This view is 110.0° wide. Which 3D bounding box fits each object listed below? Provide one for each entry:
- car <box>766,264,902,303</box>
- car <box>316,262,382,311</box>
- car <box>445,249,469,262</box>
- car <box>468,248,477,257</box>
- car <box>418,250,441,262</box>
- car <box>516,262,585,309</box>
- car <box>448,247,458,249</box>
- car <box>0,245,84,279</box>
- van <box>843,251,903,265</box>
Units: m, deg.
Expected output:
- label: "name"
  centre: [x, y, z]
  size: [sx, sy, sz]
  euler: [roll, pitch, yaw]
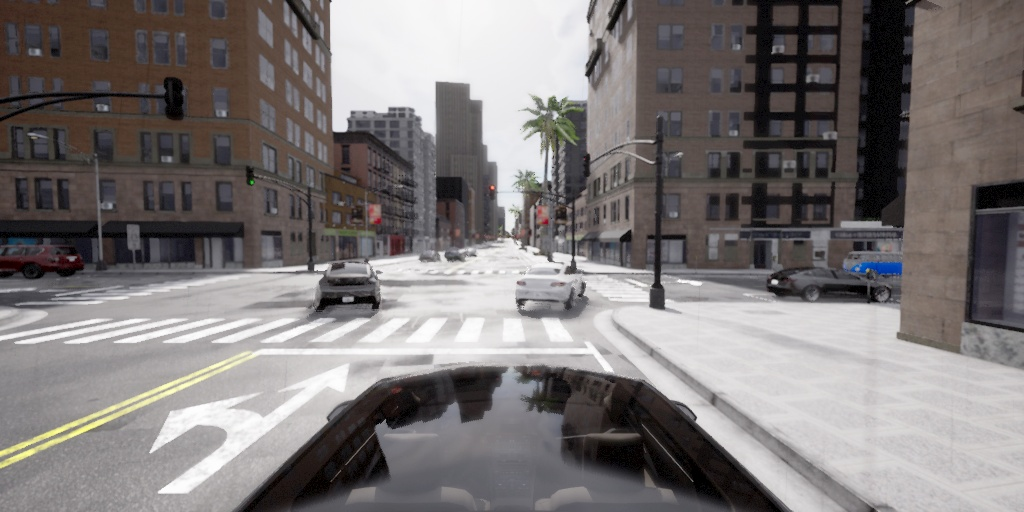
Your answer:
- label: "car"
  centre: [12.869, 1.123, 14.759]
  size: [4.313, 1.339, 1.948]
  euler: [0, 0, 0]
- label: "car"
  centre: [-5.803, 0.953, 12.831]
  size: [1.837, 1.490, 4.892]
  euler: [0, 2, -23]
- label: "car"
  centre: [-6.885, 0.075, 44.280]
  size: [1.895, 1.301, 4.718]
  euler: [0, 2, 0]
- label: "car"
  centre: [-6.957, -0.543, 60.782]
  size: [2.128, 1.511, 4.902]
  euler: [0, 2, 0]
- label: "car"
  centre: [-10.137, 0.013, 44.594]
  size: [2.033, 1.411, 5.357]
  euler: [0, 2, 0]
- label: "car"
  centre: [1.492, 0.955, 13.115]
  size: [1.812, 1.442, 4.674]
  euler: [0, 1, 18]
- label: "car"
  centre: [-10.207, -0.709, 61.645]
  size: [2.097, 1.767, 4.553]
  euler: [0, 2, 0]
- label: "car"
  centre: [-27.271, 0.299, 19.958]
  size: [5.009, 1.841, 2.192]
  euler: [0, 0, -9]
- label: "van"
  centre: [23.850, 0.605, 23.295]
  size: [3.998, 1.789, 1.690]
  euler: [0, 0, 0]
